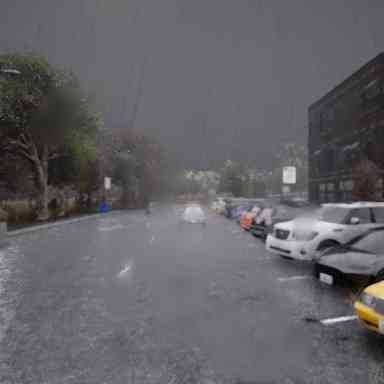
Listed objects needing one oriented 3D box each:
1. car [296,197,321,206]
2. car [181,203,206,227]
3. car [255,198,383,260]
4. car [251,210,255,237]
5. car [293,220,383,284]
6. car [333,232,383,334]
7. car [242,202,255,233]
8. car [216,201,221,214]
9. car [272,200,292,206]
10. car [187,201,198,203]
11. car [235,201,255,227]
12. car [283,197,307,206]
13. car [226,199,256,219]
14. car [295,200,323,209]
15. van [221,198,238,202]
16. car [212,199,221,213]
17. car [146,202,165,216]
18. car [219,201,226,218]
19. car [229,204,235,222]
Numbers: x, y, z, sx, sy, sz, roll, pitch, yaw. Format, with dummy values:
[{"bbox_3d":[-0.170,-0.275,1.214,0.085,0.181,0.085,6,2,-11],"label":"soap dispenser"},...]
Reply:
[{"bbox_3d":[27.040,2.235,77.660,2.435,2.045,5.566,1,-2,-22],"label":"car"},{"bbox_3d":[0.116,1.824,25.183,1.812,1.442,4.674,0,-1,0],"label":"car"},{"bbox_3d":[5.330,1.363,11.417,5.566,2.045,2.435,1,0,-20],"label":"car"},{"bbox_3d":[5.335,1.680,14.413,4.792,1.488,2.163,1,0,-20],"label":"car"},{"bbox_3d":[5.316,1.610,8.412,4.792,1.488,2.163,1,0,-20],"label":"car"},{"bbox_3d":[5.162,1.540,5.355,5.366,1.575,1.946,1,0,-20],"label":"car"},{"bbox_3d":[5.337,1.561,17.429,4.553,1.767,2.185,1,-1,-20],"label":"car"},{"bbox_3d":[5.394,1.957,35.449,4.674,1.452,2.002,1,-1,-20],"label":"car"},{"bbox_3d":[20.956,2.511,77.536,2.163,1.488,4.792,0,-2,-21],"label":"car"},{"bbox_3d":[0.103,1.864,41.636,2.097,1.767,4.553,0,-1,0],"label":"car"},{"bbox_3d":[5.344,1.598,20.430,4.553,1.767,2.185,1,-1,-20],"label":"car"},{"bbox_3d":[23.979,2.233,77.623,2.435,2.045,5.566,0,-2,-21],"label":"car"},{"bbox_3d":[5.419,1.675,26.446,4.553,1.767,2.185,1,-1,-20],"label":"car"},{"bbox_3d":[21.277,2.286,60.593,2.163,1.488,4.792,0,0,-22],"label":"car"},{"bbox_3d":[5.501,1.655,32.495,4.442,1.987,1.878,1,-1,-20],"label":"van"},{"bbox_3d":[5.211,1.950,38.391,5.366,1.575,1.946,1,-1,-20],"label":"car"},{"bbox_3d":[-4.123,1.956,38.040,2.128,1.511,4.902,0,-1,0],"label":"car"},{"bbox_3d":[5.381,1.839,29.448,5.008,1.535,2.097,1,-1,-20],"label":"car"},{"bbox_3d":[5.382,1.802,23.436,4.674,1.452,2.002,1,-1,-20],"label":"car"}]
